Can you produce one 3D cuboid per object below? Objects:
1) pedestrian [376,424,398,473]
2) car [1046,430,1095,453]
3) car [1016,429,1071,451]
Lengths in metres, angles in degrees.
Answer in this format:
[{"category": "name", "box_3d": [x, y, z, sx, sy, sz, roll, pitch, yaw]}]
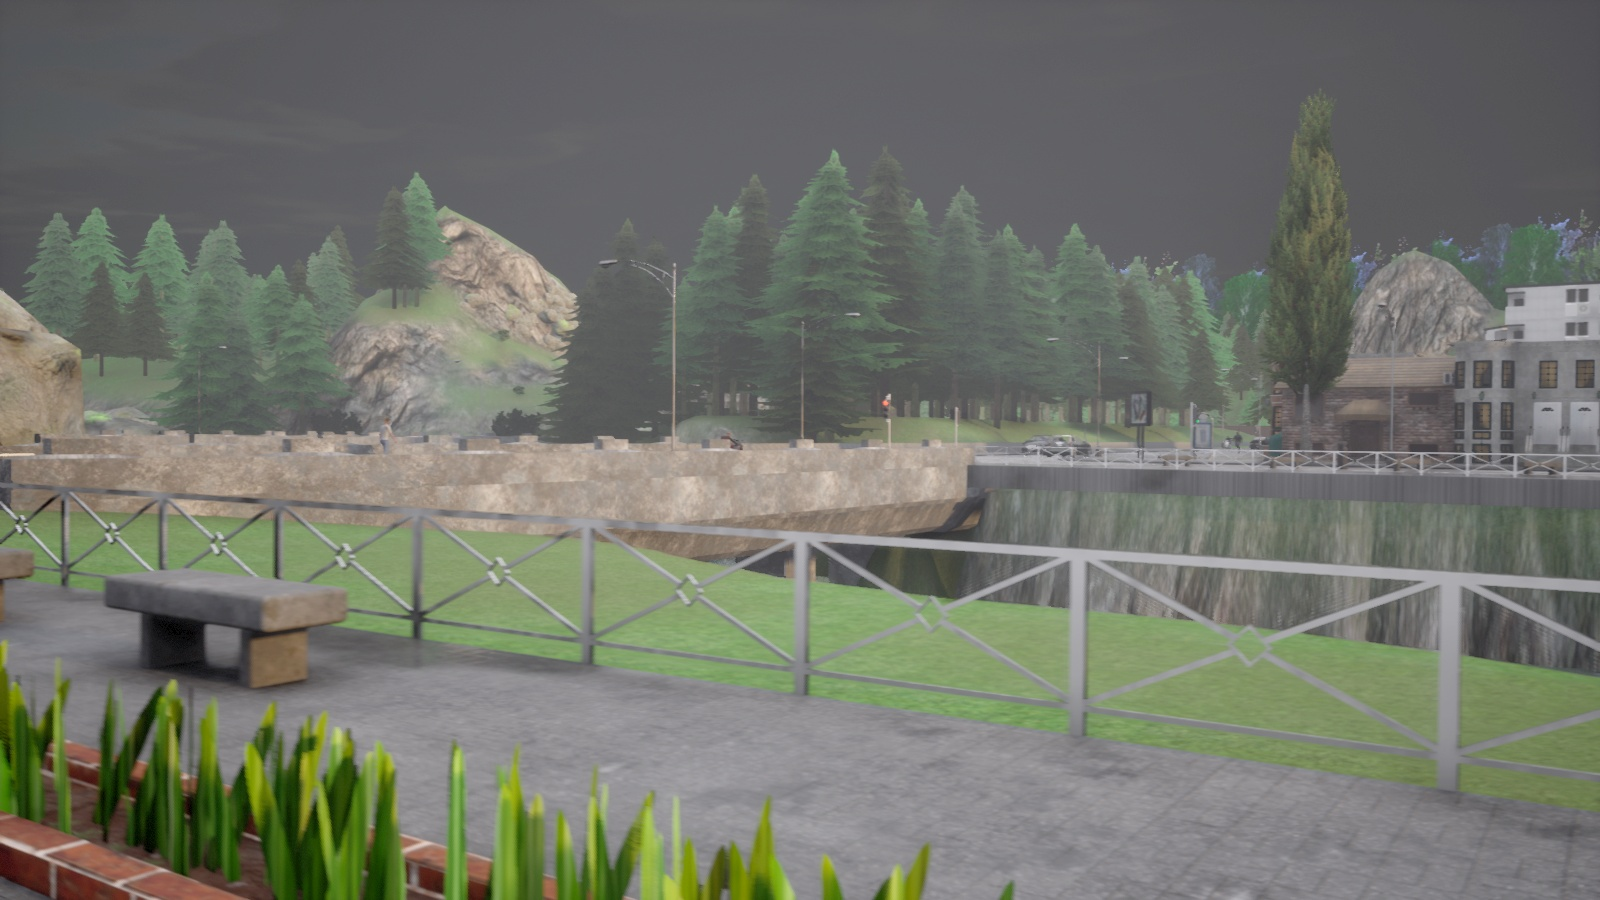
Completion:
[{"category": "pedestrian", "box_3d": [-15.636, -0.066, 47.530, 0.354, 1.836, 0.706, 0, 1, 35]}, {"category": "car", "box_3d": [17.968, -0.603, 83.298, 1.970, 1.475, 3.806, 0, 1, 33]}, {"category": "car", "box_3d": [17.446, -0.695, 89.752, 2.128, 1.511, 4.902, 0, 1, 33]}]
